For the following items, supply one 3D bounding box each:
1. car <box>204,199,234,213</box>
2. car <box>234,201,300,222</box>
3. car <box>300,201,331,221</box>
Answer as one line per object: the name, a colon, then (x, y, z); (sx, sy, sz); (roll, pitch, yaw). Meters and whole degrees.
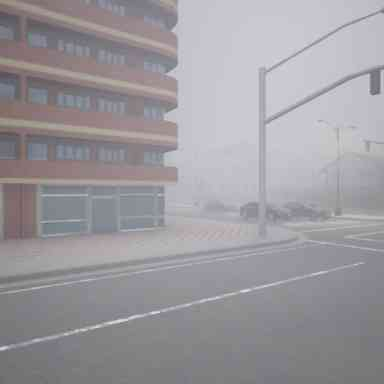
car: (3.121, 1.524, 36.930); (1.812, 1.442, 4.674); (0, 0, -35)
car: (5.875, 1.504, 26.733); (1.837, 1.490, 4.892); (0, 0, -34)
car: (9.310, 1.526, 27.939); (1.812, 1.442, 4.674); (0, 0, -34)
